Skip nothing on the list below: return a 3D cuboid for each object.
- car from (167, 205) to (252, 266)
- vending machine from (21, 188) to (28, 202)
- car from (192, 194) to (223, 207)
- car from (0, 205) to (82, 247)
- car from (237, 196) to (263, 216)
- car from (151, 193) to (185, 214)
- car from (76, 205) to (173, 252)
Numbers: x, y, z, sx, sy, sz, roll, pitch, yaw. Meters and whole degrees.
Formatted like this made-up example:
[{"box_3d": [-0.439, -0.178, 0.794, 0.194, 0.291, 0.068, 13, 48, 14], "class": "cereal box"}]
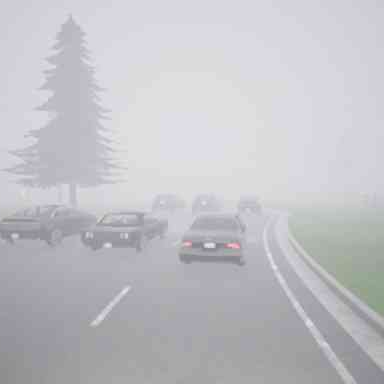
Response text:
[{"box_3d": [0.871, 1.375, 10.973, 2.033, 1.411, 5.357, 0, 1, 10], "class": "car"}, {"box_3d": [-25.566, 0.401, 50.698, 0.880, 2.100, 1.100, -1, 1, -34], "class": "vending machine"}, {"box_3d": [1.394, 0.909, 28.336, 2.097, 1.767, 4.553, 0, 1, 13], "class": "car"}, {"box_3d": [-5.675, 1.272, 13.909, 2.128, 1.511, 4.902, 0, 1, 11], "class": "car"}, {"box_3d": [4.724, 1.079, 27.341, 1.837, 1.490, 4.892, 0, 1, 12], "class": "car"}, {"box_3d": [-2.034, 0.891, 29.455, 2.097, 1.767, 4.553, 0, 1, 11], "class": "car"}, {"box_3d": [-2.314, 1.397, 12.915, 1.895, 1.301, 4.718, 0, 1, 10], "class": "car"}]
